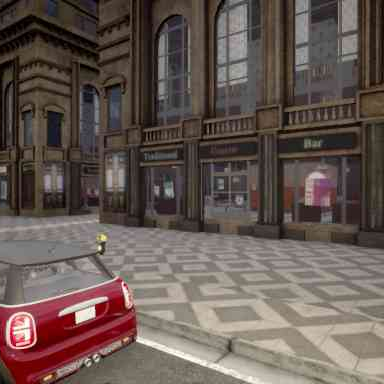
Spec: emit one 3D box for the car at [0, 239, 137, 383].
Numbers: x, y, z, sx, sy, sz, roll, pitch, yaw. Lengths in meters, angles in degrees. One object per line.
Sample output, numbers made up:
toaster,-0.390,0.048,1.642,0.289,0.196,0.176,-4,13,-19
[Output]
car,-2.807,1.440,4.967,4.097,1.590,1.967,0,0,36
